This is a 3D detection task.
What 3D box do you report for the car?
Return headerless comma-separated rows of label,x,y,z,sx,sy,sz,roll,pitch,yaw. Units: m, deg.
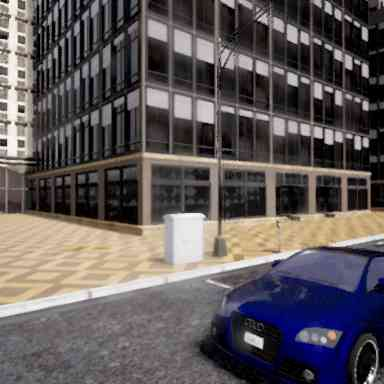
car,2.294,1.591,5.244,4.181,1.385,1.994,0,-1,-39
